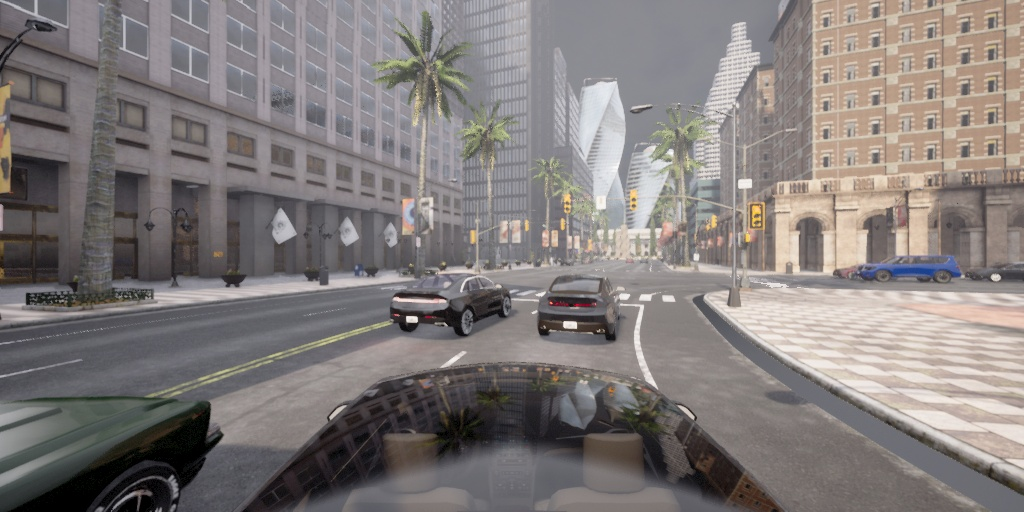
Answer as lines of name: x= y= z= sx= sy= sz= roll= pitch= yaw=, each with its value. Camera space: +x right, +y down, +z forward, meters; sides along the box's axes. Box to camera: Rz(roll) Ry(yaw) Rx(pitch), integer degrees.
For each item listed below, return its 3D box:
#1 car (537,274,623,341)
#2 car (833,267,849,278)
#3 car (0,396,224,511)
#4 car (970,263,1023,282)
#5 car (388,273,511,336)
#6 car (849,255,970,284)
car: x=2.025 y=1.251 z=10.085 sx=1.837 sy=1.490 sz=4.892 roll=0 pitch=0 yaw=18
car: x=30.344 y=1.298 z=30.767 sx=4.181 sy=1.385 sz=1.994 roll=0 pitch=0 yaw=21
car: x=-3.313 y=1.352 z=0.767 sx=1.895 sy=1.301 sz=4.718 roll=0 pitch=0 yaw=1
car: x=38.505 y=1.240 z=27.575 sx=4.892 sy=1.490 sz=1.837 roll=0 pitch=0 yaw=21
car: x=-1.499 y=1.238 z=10.497 sx=2.128 sy=1.511 sz=4.902 roll=0 pitch=0 yaw=19
car: x=29.834 y=0.958 z=27.207 sx=5.566 sy=2.045 sz=2.150 roll=0 pitch=0 yaw=21
